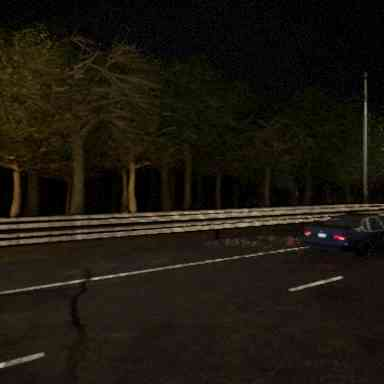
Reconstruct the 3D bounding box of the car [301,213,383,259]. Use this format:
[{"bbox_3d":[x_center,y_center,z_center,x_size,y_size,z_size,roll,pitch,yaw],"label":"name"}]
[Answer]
[{"bbox_3d":[6.508,1.528,12.630,5.357,1.411,2.033,0,0,-33],"label":"car"}]
